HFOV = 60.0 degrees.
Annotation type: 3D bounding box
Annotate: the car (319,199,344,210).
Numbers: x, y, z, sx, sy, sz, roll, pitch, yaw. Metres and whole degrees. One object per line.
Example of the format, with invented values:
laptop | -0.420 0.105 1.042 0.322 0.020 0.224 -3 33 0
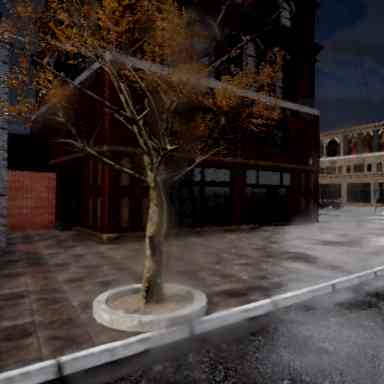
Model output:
car | 17.608 1.625 43.470 2.008 1.369 4.403 1 -1 -29
